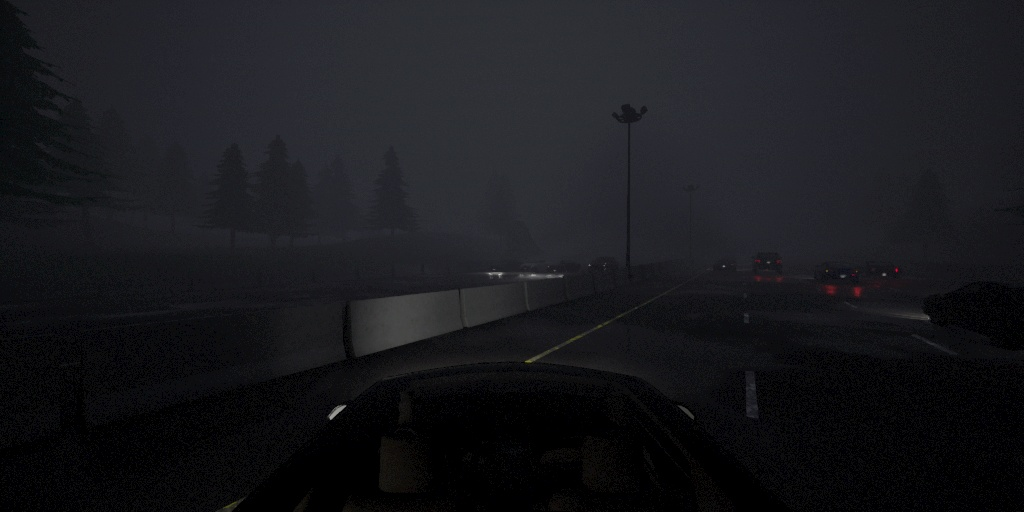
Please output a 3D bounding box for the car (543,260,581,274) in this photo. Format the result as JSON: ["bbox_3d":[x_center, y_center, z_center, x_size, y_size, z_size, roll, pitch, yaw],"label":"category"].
[{"bbox_3d":[5.455,1.122,37.431,1.895,1.301,4.718,0,1,33],"label":"car"}]

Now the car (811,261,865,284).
[{"bbox_3d":[22.658,1.075,25.142,1.812,1.442,4.674,0,1,33],"label":"car"}]

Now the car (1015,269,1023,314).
[{"bbox_3d":[16.881,1.203,9.691,2.128,1.511,4.902,0,0,33],"label":"car"}]

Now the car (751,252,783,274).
[{"bbox_3d":[24.560,0.628,34.561,2.150,2.045,5.566,0,1,33],"label":"car"}]

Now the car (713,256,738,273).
[{"bbox_3d":[21.990,0.956,37.039,1.994,1.385,4.181,0,1,33],"label":"car"}]

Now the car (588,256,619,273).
[{"bbox_3d":[9.521,0.848,37.248,2.097,1.767,4.553,0,1,33],"label":"car"}]

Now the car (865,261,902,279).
[{"bbox_3d":[29.149,1.053,28.759,1.895,1.301,4.718,0,1,33],"label":"car"}]

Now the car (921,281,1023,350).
[{"bbox_3d":[11.822,1.280,8.295,2.033,1.411,5.357,0,0,33],"label":"car"}]

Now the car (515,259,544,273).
[{"bbox_3d":[2.658,1.040,39.549,1.812,1.442,4.674,0,1,33],"label":"car"}]

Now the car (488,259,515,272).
[{"bbox_3d":[-0.489,1.065,41.129,2.033,1.411,5.357,0,1,33],"label":"car"}]
